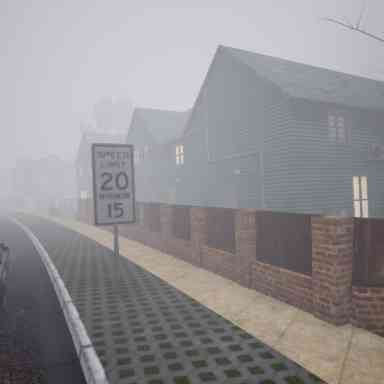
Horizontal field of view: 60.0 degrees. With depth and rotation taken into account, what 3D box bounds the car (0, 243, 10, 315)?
[{"bbox_3d":[-4.890,1.630,6.957,1.895,1.301,4.718,-2,1,-28],"label":"car"}]
